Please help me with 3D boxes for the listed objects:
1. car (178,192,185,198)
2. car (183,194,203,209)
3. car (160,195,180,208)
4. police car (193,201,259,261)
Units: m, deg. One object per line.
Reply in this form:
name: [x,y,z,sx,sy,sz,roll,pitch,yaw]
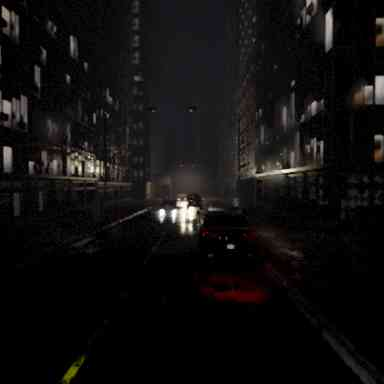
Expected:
car: [-2.492,0.755,87.011,2.097,1.767,4.553,0,0,0]
car: [0.306,1.257,39.083,2.033,1.411,5.357,0,0,1]
car: [-2.853,1.295,41.189,1.895,1.301,4.718,0,0,0]
police car: [1.121,1.331,12.061,1.930,1.638,5.238,0,0,0]
